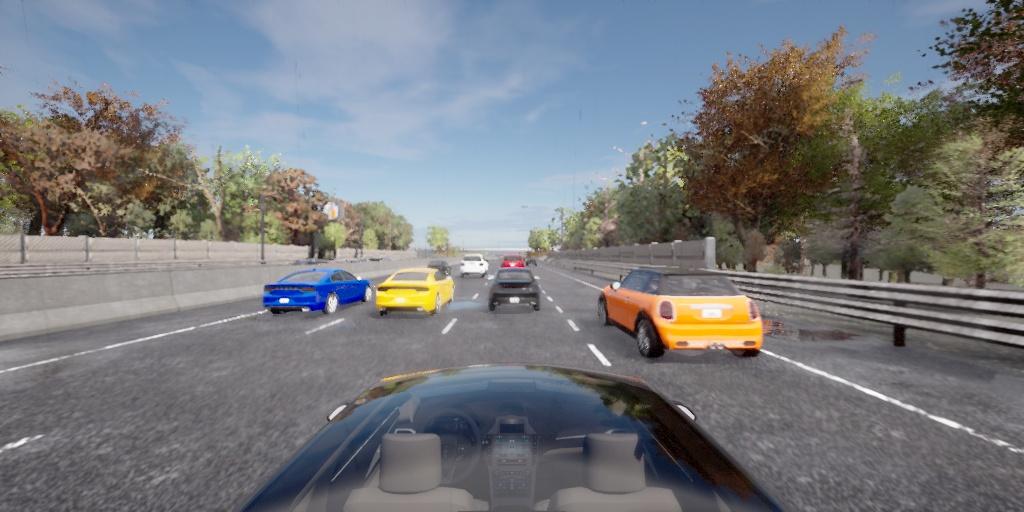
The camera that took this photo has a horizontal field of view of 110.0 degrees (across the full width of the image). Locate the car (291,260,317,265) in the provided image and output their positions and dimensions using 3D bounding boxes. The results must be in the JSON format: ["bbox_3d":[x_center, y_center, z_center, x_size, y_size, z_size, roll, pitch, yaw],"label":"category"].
[{"bbox_3d":[-28.120,1.213,48.642,1.994,1.385,4.181,0,0,0],"label":"car"}]

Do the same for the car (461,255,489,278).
[{"bbox_3d":[-3.437,0.896,33.433,2.150,2.045,5.566,0,0,0],"label":"car"}]

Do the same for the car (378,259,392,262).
[{"bbox_3d":[-17.632,1.170,49.658,1.812,1.442,4.674,0,0,0],"label":"car"}]

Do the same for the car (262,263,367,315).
[{"bbox_3d":[-6.911,1.198,13.351,1.882,1.535,5.008,0,0,0],"label":"car"}]

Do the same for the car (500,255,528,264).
[{"bbox_3d":[0.065,0.895,33.499,2.150,2.045,5.566,0,0,0],"label":"car"}]

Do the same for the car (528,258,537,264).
[{"bbox_3d":[3.428,1.074,65.257,1.837,1.490,4.892,0,0,0],"label":"car"}]

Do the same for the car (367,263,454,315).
[{"bbox_3d":[-3.412,1.197,13.440,1.882,1.535,5.008,0,0,0],"label":"car"}]

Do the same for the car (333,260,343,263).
[{"bbox_3d":[-24.620,1.245,50.547,1.895,1.301,4.718,0,0,0],"label":"car"}]

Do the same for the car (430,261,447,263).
[{"bbox_3d":[-6.938,1.178,34.271,1.837,1.490,4.892,0,0,0],"label":"car"}]

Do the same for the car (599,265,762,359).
[{"bbox_3d":[3.567,1.046,8.560,2.097,1.767,4.553,0,0,-1],"label":"car"}]

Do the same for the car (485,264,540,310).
[{"bbox_3d":[0.086,1.221,14.408,1.837,1.490,4.892,0,0,0],"label":"car"}]

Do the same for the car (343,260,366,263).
[{"bbox_3d":[-21.124,1.210,49.651,1.994,1.385,4.181,0,0,0],"label":"car"}]
